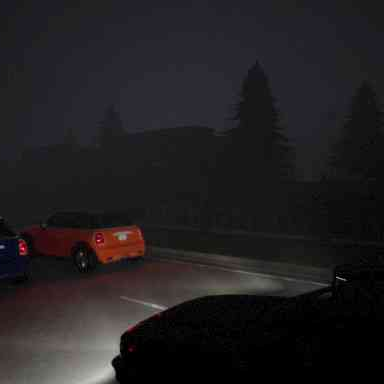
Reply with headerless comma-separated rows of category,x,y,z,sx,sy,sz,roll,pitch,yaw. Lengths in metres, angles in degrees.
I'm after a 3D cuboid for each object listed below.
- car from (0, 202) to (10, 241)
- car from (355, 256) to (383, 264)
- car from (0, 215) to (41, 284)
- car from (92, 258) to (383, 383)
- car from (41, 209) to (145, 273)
car,-11.020,1.347,16.136,4.553,1.767,2.097,0,0,36
car,4.742,1.478,4.911,5.008,1.535,1.882,0,0,36
car,-6.082,1.349,8.332,4.553,1.767,2.097,0,0,36
car,1.748,1.547,2.748,5.357,1.411,2.033,0,0,36
car,-3.752,1.349,10.968,4.553,1.767,2.097,0,0,36
